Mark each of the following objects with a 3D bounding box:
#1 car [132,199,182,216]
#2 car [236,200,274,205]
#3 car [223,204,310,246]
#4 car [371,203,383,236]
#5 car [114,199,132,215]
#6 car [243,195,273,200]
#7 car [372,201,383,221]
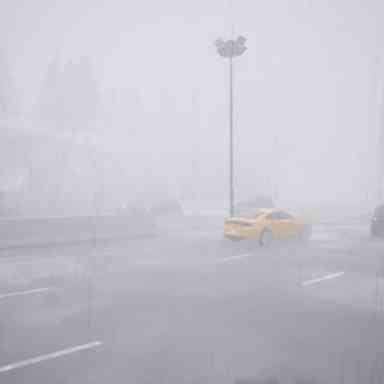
[{"bbox_3d":[-3.177,1.495,33.117,4.553,1.767,2.097,0,0,-42],"label":"car"},{"bbox_3d":[5.492,1.714,31.529,4.718,1.301,1.895,0,0,-43],"label":"car"},{"bbox_3d":[3.639,1.532,15.661,5.008,1.535,1.882,0,0,-40],"label":"car"},{"bbox_3d":[11.448,1.393,17.837,4.553,1.767,2.097,0,0,-42],"label":"car"},{"bbox_3d":[-5.974,1.511,35.311,4.553,1.767,2.097,0,0,-42],"label":"car"},{"bbox_3d":[7.278,1.377,38.036,2.150,2.045,5.566,0,0,44],"label":"car"},{"bbox_3d":[16.954,1.545,27.893,1.882,1.535,5.008,0,0,45],"label":"car"}]
